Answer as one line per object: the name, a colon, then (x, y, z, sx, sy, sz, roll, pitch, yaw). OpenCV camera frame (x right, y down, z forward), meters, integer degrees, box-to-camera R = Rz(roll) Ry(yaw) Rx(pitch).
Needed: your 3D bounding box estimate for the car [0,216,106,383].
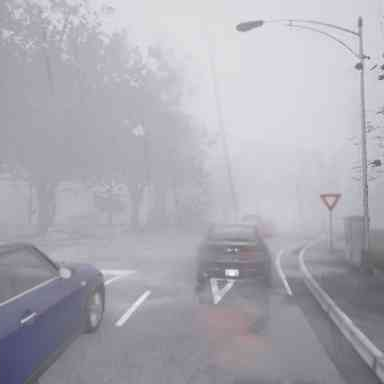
car: (-2.662, 1.378, 4.080, 2.097, 1.767, 4.553, 0, 0, 4)

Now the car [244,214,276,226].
car: (5.399, 2.617, 27.253, 2.097, 1.767, 4.553, -2, -4, 27)

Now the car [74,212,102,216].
car: (-18.225, 4.390, 57.022, 5.566, 2.045, 2.150, 1, -4, -16)

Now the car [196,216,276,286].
car: (1.296, 1.652, 9.837, 1.837, 1.490, 4.892, 0, -2, 10)
